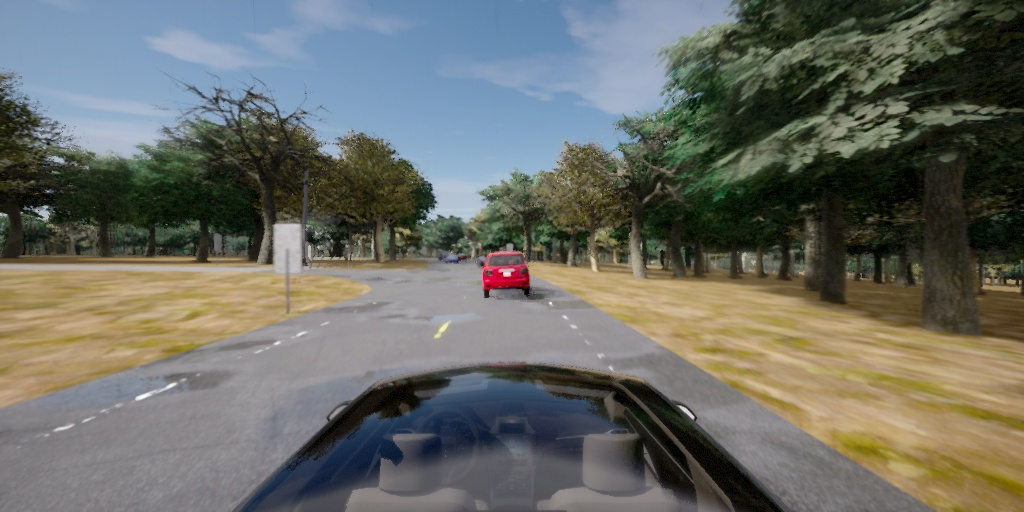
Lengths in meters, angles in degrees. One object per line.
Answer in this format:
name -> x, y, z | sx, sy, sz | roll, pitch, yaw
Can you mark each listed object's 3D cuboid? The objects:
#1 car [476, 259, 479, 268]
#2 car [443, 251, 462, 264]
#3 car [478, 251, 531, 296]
car -> -3.412, 0.698, 44.726 | 2.033, 1.411, 5.357 | 0, 1, -10
car -> -9.324, 0.479, 55.797 | 1.882, 1.535, 5.008 | 0, 1, -12
car -> -0.395, 0.772, 18.024 | 2.150, 2.045, 5.566 | -3, 2, -4
